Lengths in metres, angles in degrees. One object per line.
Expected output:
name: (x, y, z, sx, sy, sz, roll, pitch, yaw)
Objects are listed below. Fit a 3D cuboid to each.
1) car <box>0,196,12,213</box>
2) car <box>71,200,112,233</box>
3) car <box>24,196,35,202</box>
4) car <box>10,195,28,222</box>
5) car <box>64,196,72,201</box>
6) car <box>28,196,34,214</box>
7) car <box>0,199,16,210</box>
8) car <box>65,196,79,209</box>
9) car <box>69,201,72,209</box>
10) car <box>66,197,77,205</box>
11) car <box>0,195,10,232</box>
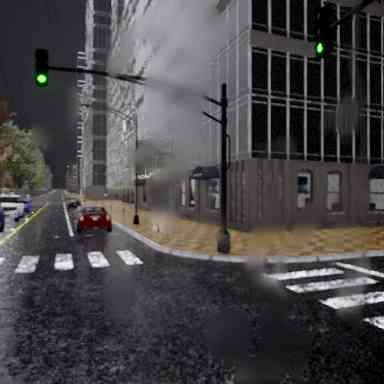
car: (-22.086, 1.349, 37.967, 2.192, 1.841, 5.009, 1, 0, -21)
car: (-5.971, 1.486, 19.882, 1.967, 1.590, 4.097, 1, 0, -21)
car: (-36.643, 1.631, 74.990, 1.802, 1.307, 4.206, 1, 0, -21)
car: (-14.891, 1.250, 26.746, 2.150, 2.045, 5.566, 0, 0, -21)
car: (-32.996, 1.673, 88.619, 1.802, 1.307, 4.206, 1, 0, -21)
car: (-18.625, 1.523, 36.264, 1.882, 1.535, 5.008, 0, 0, -21)
car: (-24.167, 1.623, 43.254, 1.802, 1.307, 4.206, 1, 0, -21)
car: (-16.365, 1.657, 46.317, 1.947, 1.339, 4.313, 1, 0, -21)
car: (-8.051, 1.622, 25.168, 1.947, 1.339, 4.313, 1, 0, -21)
car: (-22.664, 1.628, 62.340, 1.752, 1.417, 4.829, 1, 0, -21)
car: (-11.018, 1.232, 16.890, 2.150, 2.045, 5.566, 0, 0, -21)
